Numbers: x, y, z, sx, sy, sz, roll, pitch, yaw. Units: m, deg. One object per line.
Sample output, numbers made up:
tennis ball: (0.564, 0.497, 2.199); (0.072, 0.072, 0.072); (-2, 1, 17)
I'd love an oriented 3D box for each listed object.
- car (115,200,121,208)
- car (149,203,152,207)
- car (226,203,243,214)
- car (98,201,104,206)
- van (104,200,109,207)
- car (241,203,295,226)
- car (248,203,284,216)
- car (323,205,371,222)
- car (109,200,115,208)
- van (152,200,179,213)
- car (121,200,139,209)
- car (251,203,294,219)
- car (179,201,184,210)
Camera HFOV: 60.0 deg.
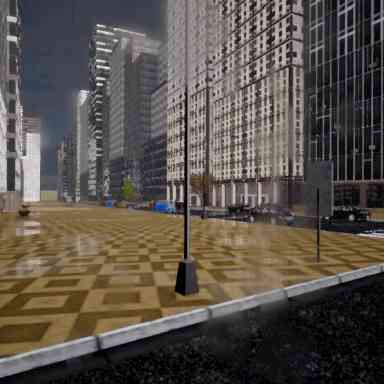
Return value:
car: (-13.428, 2.600, 66.291); (1.752, 1.417, 4.829); (-1, -1, -26)
car: (-8.406, 2.805, 75.155); (1.802, 1.307, 4.206); (-1, -1, -26)
car: (6.288, 2.166, 44.777); (1.947, 1.339, 4.313); (-1, -1, -26)
car: (-23.296, 3.050, 86.695); (1.887, 1.381, 4.507); (-1, -1, -26)
van: (-18.403, 2.632, 76.571); (1.690, 1.788, 3.998); (-1, -1, -26)
car: (6.091, 1.812, 25.938); (2.008, 1.369, 4.403); (-1, -1, -26)
car: (8.737, 2.065, 39.714); (1.947, 1.339, 4.313); (-1, -1, -26)
car: (13.635, 1.851, 29.587); (2.008, 1.369, 4.403); (-1, -1, -26)
car: (-15.950, 2.728, 71.507); (1.887, 1.381, 4.507); (-1, -1, -26)
van: (-3.709, 2.003, 46.194); (1.690, 1.788, 3.998); (-1, -1, -26)
car: (-11.052, 2.523, 61.381); (2.008, 1.369, 4.403); (-1, -1, -26)
car: (8.275, 1.937, 34.754); (1.812, 1.442, 4.674); (0, -1, -26)
car: (-2.613, 2.367, 57.187); (1.837, 1.490, 4.892); (0, -1, -25)
